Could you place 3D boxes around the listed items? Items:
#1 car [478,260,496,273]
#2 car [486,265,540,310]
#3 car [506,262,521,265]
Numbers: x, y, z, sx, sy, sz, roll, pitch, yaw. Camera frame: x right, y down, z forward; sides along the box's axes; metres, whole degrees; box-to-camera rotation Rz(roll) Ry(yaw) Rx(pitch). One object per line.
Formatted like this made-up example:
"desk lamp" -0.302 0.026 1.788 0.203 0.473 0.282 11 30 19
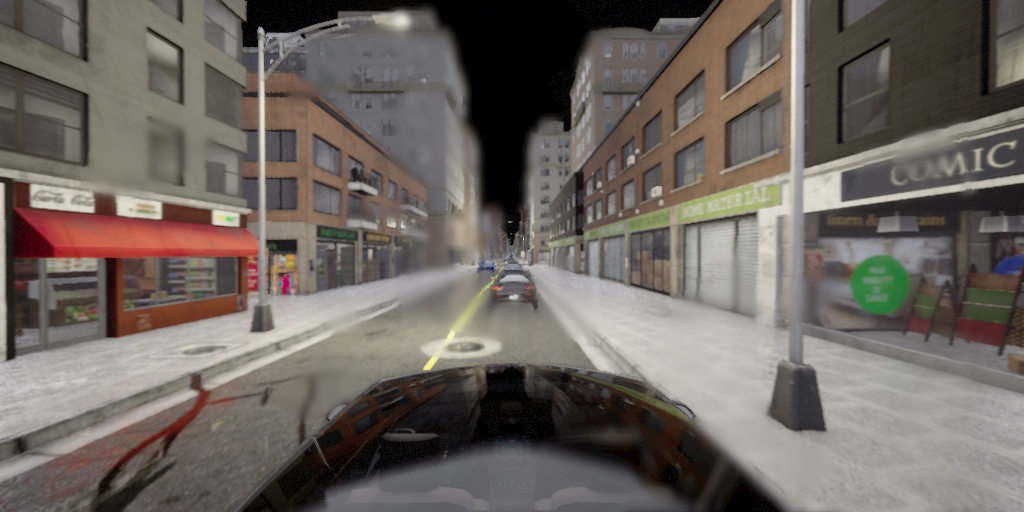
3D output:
"car" -3.014 1.191 43.542 1.882 1.535 5.008 0 0 0
"car" 0.095 1.264 14.594 1.812 1.442 4.674 0 0 0
"car" 0.090 1.266 32.804 2.033 1.411 5.357 0 0 0
